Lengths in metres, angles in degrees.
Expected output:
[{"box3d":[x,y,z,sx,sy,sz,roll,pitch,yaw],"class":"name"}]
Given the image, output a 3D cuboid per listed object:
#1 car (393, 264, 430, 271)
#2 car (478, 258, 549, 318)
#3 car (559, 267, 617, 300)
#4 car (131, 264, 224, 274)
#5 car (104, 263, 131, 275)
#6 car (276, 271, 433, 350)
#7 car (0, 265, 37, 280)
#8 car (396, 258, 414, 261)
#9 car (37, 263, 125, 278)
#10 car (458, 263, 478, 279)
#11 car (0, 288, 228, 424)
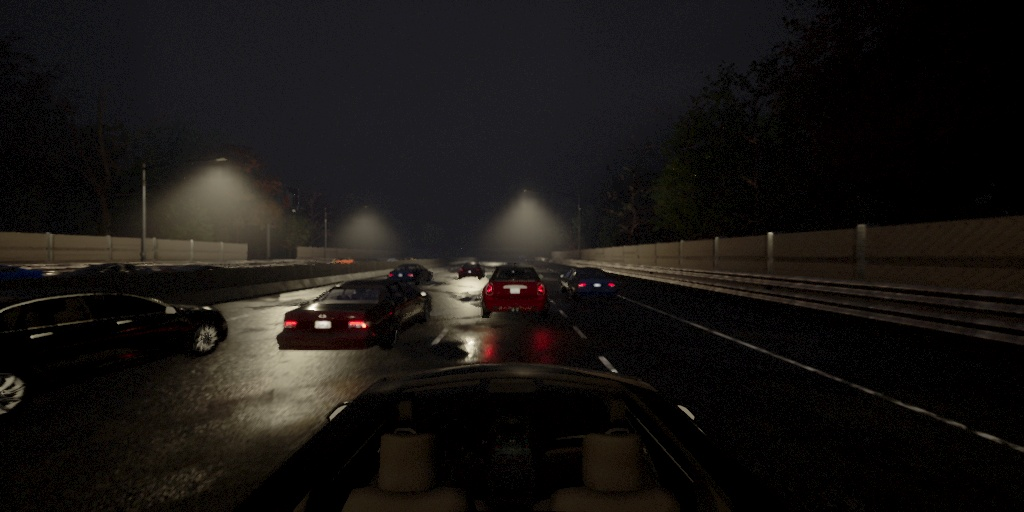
[{"box3d":[-6.908,1.238,24.724,2.033,1.411,5.357,0,0,0],"class":"car"},{"box3d":[0.095,1.073,13.032,2.097,1.767,4.553,0,0,0],"class":"car"},{"box3d":[3.509,1.256,17.344,2.033,1.411,5.357,0,0,0],"class":"car"},{"box3d":[-17.605,1.227,19.856,1.812,1.442,4.674,0,0,0],"class":"car"},{"box3d":[-21.104,1.261,21.636,1.994,1.385,4.181,0,0,0],"class":"car"},{"box3d":[-3.403,1.278,8.961,2.033,1.411,5.357,0,0,0],"class":"car"},{"box3d":[-28.104,1.181,18.680,1.882,1.535,5.008,0,0,0],"class":"car"},{"box3d":[-17.551,1.089,61.059,1.882,1.535,5.008,0,0,1],"class":"car"},{"box3d":[-24.605,1.201,21.798,1.837,1.490,4.892,0,0,0],"class":"car"},{"box3d":[-3.407,1.241,30.867,1.994,1.385,4.181,0,0,0],"class":"car"},{"box3d":[-6.901,1.244,5.546,1.837,1.490,4.892,0,0,0],"class":"car"}]
